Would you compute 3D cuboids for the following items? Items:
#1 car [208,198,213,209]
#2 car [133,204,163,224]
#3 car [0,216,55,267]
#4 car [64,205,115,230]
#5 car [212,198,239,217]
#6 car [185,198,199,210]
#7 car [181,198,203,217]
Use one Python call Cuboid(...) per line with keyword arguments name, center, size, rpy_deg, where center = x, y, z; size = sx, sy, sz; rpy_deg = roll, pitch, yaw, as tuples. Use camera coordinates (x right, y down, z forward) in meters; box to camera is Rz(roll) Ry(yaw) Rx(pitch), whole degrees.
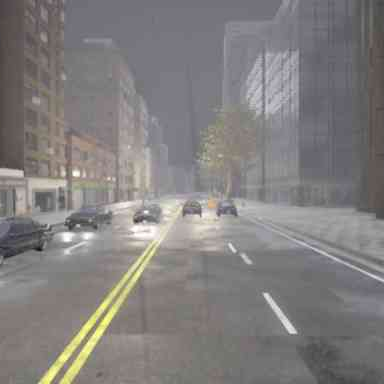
Cuboid(name="car", center=(3.314, 1.558, 45.990), size=(1.882, 1.535, 5.008), rpy_deg=(0, 0, 1))
Cuboid(name="car", center=(-3.239, 1.655, 25.591), size=(2.033, 1.411, 5.357), rpy_deg=(0, 0, 0))
Cuboid(name="car", center=(-6.587, 1.572, 11.470), size=(2.033, 1.411, 5.357), rpy_deg=(0, 0, 0))
Cuboid(name="car", center=(-6.574, 1.593, 22.019), size=(2.033, 1.411, 5.357), rpy_deg=(0, 0, 1))
Cuboid(name="car", center=(3.267, 1.588, 32.031), size=(1.812, 1.442, 4.674), rpy_deg=(0, 0, 0))
Cuboid(name="car", center=(0.055, 1.586, 45.191), size=(1.837, 1.490, 4.892), rpy_deg=(0, 0, 1))
Cuboid(name="car", center=(0.020, 1.555, 31.991), size=(2.128, 1.511, 4.902), rpy_deg=(0, 0, 0))
